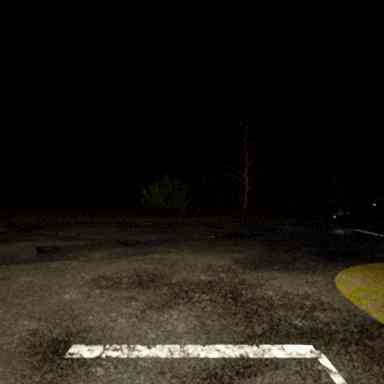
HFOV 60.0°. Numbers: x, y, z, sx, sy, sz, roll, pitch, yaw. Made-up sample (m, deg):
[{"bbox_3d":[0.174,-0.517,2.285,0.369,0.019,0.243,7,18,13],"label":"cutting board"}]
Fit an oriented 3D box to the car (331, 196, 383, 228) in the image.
[{"bbox_3d":[12.186,1.299,21.997,5.566,2.045,2.150,0,0,-2],"label":"car"}]
